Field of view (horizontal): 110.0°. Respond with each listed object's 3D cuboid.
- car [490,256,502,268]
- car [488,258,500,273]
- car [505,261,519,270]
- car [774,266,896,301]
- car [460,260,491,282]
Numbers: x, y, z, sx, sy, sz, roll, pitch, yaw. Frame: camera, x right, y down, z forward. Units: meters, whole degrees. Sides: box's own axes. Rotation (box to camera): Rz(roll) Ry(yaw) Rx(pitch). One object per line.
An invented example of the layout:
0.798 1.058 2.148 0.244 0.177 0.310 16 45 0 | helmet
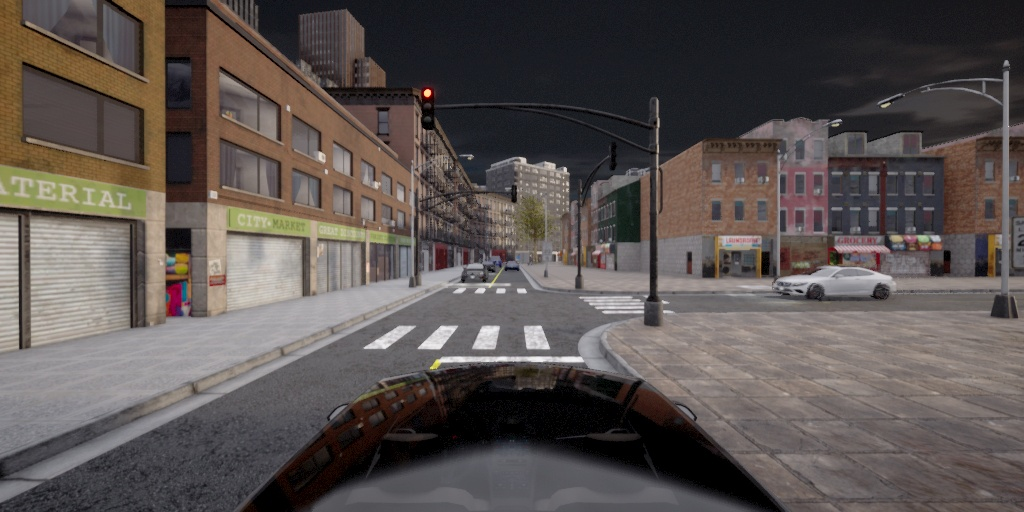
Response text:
-2.888 1.003 62.009 2.150 2.045 5.566 0 0 0 | car
-2.934 1.307 43.670 2.033 1.411 5.357 0 0 1 | car
-0.008 1.331 51.326 1.994 1.385 4.181 0 0 0 | car
14.537 1.183 16.237 4.674 1.442 1.812 0 0 0 | car
-2.902 1.276 28.687 1.812 1.442 4.674 0 0 0 | car
